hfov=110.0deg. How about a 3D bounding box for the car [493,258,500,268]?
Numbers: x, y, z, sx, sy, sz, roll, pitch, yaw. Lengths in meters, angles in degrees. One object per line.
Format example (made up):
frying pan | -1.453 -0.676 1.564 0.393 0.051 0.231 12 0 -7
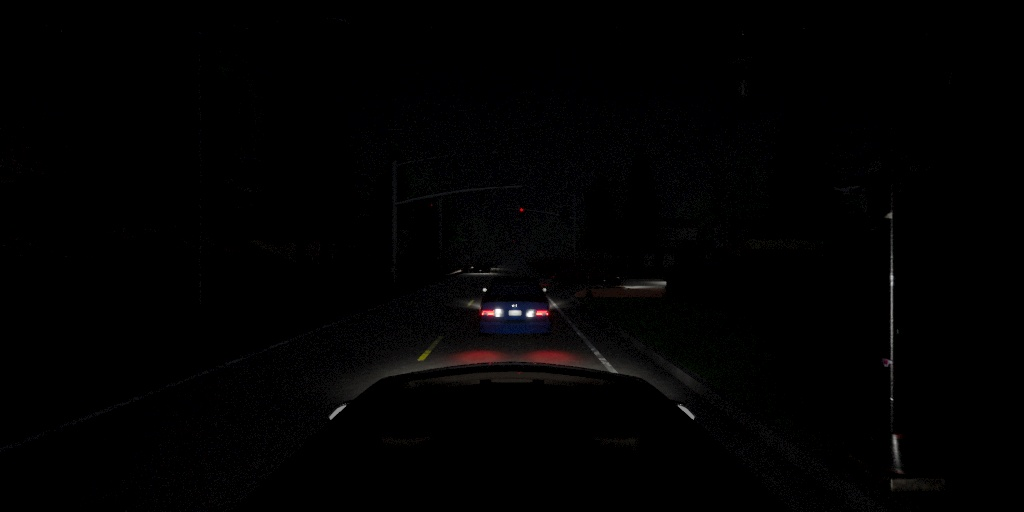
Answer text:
car | -3.612 1.101 59.355 2.097 1.767 4.553 0 0 0

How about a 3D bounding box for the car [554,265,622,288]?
car | 5.200 1.401 24.955 4.674 1.442 1.812 1 1 9

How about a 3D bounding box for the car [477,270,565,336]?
car | 0.075 1.297 10.393 2.033 1.411 5.357 0 0 0

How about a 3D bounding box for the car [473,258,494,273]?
car | -3.616 1.297 43.494 2.033 1.411 5.357 0 0 0
